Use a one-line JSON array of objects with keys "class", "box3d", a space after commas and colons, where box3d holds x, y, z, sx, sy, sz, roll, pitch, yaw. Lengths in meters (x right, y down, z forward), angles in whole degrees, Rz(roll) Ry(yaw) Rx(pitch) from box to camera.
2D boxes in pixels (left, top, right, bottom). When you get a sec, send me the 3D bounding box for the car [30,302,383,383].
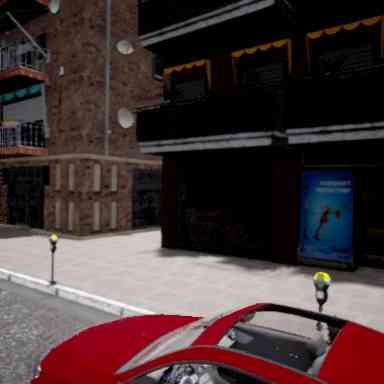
[{"class": "car", "box3d": [0.461, 1.577, 2.489, 4.206, 1.307, 1.802, 0, 1, 36]}]
